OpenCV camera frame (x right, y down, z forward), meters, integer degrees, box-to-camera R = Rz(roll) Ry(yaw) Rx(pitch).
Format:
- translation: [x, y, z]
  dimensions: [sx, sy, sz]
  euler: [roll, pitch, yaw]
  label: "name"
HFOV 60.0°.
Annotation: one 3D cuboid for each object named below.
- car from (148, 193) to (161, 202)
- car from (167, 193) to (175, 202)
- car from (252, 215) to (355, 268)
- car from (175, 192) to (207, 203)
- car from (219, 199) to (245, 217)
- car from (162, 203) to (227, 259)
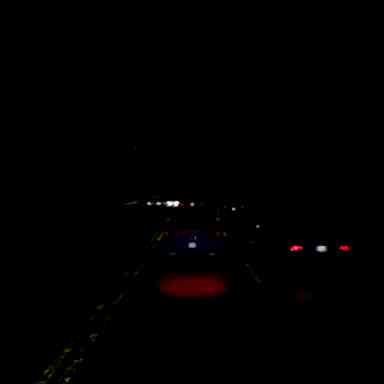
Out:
- translation: [-6.533, 0.927, 58.930]
  dimensions: [1.882, 1.535, 5.008]
  euler: [0, 1, 1]
  label: "car"
- translation: [-3.286, 0.941, 58.960]
  dimensions: [2.128, 1.511, 4.902]
  euler: [0, 1, 1]
  label: "car"
- translation: [3.276, 1.448, 10.880]
  dimensions: [2.033, 1.411, 5.357]
  euler: [0, 1, 1]
  label: "car"
- translation: [0.041, 0.973, 26.962]
  dimensions: [2.150, 2.045, 5.566]
  euler: [0, 1, 1]
  label: "car"
- translation: [3.305, 1.303, 28.225]
  dimensions: [1.994, 1.385, 4.181]
  euler: [0, 1, 1]
  label: "car"
- translation: [0.040, 1.366, 12.132]
  dimensions: [1.882, 1.535, 5.008]
  euler: [0, 1, 1]
  label: "car"
